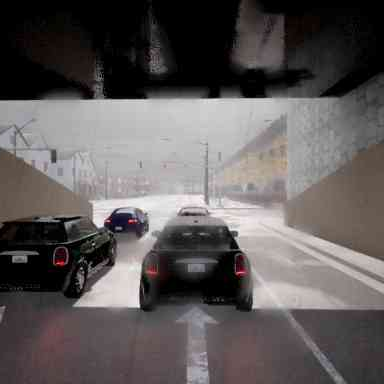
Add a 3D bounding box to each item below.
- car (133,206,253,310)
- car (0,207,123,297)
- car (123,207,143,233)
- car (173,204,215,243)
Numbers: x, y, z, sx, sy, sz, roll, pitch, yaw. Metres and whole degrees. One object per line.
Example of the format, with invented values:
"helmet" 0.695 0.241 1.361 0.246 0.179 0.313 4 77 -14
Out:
"car" 0.080 1.352 7.955 2.097 1.767 4.553 0 0 0
"car" -3.414 1.352 8.718 2.097 1.767 4.553 0 0 0
"car" -3.411 1.526 17.769 1.812 1.442 4.674 0 0 0
"car" 0.089 1.478 17.223 1.882 1.535 5.008 0 0 0
